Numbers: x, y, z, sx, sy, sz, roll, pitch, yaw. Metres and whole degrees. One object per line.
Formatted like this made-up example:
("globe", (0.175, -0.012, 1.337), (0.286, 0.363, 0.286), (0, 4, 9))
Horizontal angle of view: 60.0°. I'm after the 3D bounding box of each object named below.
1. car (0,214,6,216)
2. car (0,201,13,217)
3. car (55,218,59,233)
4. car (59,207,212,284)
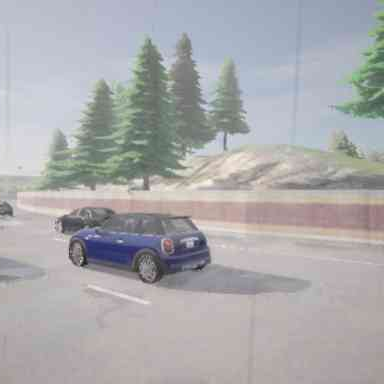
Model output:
("car", (-8.148, 1.513, 10.753), (4.902, 1.511, 2.128), (0, 0, 41))
("car", (-18.028, 1.555, 30.876), (2.128, 1.511, 4.902), (0, 0, -40))
("car", (-5.501, 1.544, 17.753), (4.892, 1.490, 1.837), (0, 0, 42))
("car", (-1.707, 1.375, 9.918), (4.553, 1.767, 2.097), (0, 0, 39))
